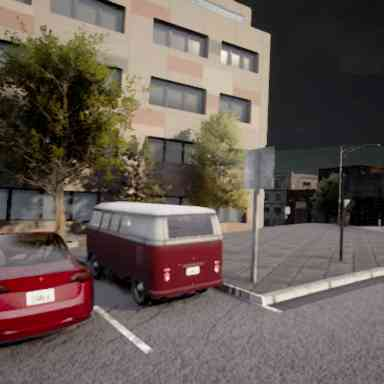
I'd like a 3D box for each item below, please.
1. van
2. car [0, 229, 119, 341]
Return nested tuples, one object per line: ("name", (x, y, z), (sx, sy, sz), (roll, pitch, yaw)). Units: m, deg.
("van", (-1.237, 1.268, 8.221), (1.878, 1.987, 4.442), (0, 0, -35))
("car", (-3.459, 1.507, 6.535), (2.163, 1.488, 4.792), (0, 0, -35))
